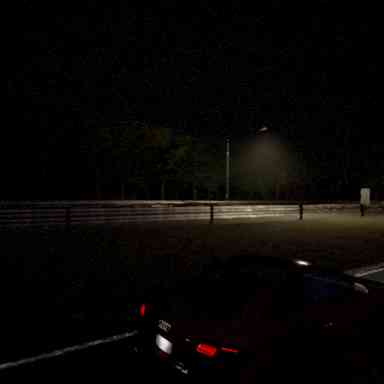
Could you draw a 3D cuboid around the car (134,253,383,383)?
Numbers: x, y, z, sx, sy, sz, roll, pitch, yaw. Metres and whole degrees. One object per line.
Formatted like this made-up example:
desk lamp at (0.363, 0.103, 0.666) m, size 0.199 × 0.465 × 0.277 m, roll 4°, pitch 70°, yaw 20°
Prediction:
car at (1.330, 1.604, 4.697) m, size 4.181 × 1.385 × 1.994 m, roll 1°, pitch 0°, yaw -36°
